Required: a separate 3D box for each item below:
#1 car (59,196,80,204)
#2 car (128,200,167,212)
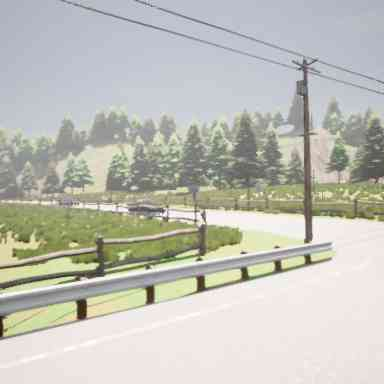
[{"bbox_3d":[-18.197,1.384,49.176,1.812,1.442,4.674,-3,1,-40],"label":"car"},{"bbox_3d":[-4.259,1.412,31.704,1.895,1.301,4.718,-3,2,-37],"label":"car"}]
